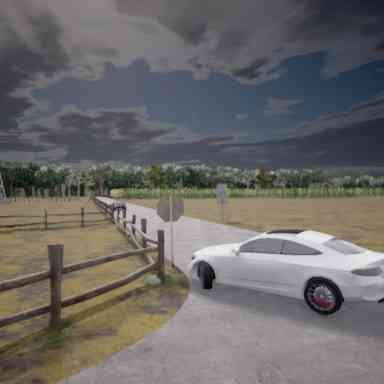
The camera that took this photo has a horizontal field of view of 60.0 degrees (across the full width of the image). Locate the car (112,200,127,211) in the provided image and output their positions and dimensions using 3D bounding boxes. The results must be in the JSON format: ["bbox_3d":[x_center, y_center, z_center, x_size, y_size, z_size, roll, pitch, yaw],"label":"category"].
[{"bbox_3d":[-10.894,1.965,49.471,2.033,1.411,5.357,-2,0,-18],"label":"car"}]

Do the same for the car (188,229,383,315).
[{"bbox_3d":[2.023,1.613,7.757,4.674,1.442,1.812,-2,0,40],"label":"car"}]
